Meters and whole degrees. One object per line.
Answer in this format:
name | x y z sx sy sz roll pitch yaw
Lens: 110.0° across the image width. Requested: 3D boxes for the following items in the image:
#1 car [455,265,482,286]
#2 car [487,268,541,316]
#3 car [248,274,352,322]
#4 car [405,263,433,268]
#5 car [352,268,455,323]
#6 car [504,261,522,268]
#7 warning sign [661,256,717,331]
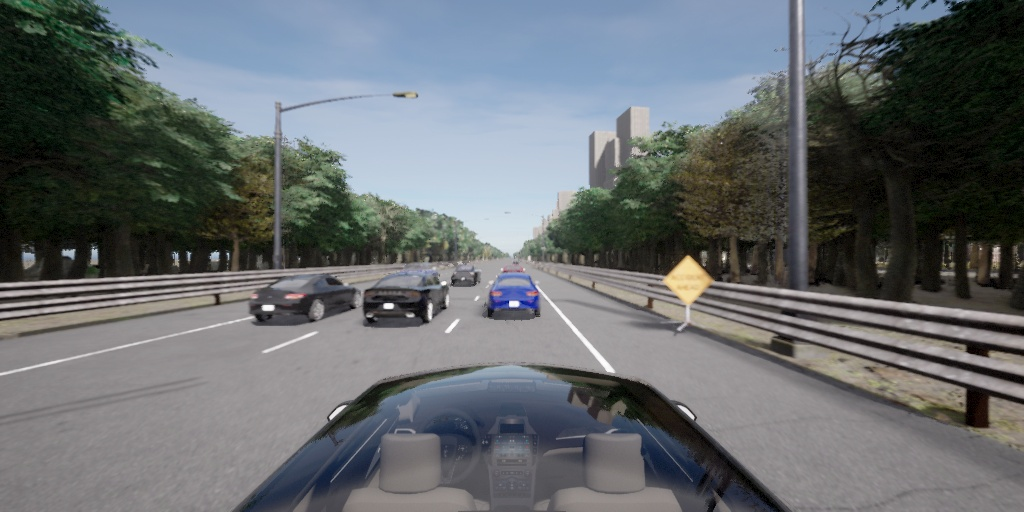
car | -3.424 1.423 27.561 2.128 1.511 4.902 0 0 0
car | 0.080 1.356 13.572 1.812 1.442 4.674 0 0 0
car | -6.932 1.350 12.524 1.812 1.442 4.674 0 -1 0
car | -6.926 1.280 27.279 2.097 1.767 4.553 0 -1 0
car | -3.429 1.301 12.461 1.882 1.535 5.008 0 -1 0
car | 0.085 1.420 29.092 1.882 1.535 5.008 0 0 0
warning sign | 4.553 0.916 9.313 1.300 1.860 1.060 0 0 0
